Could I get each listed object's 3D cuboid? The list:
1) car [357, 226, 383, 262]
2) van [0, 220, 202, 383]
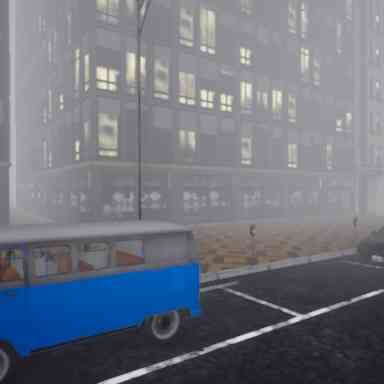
[{"bbox_3d":[7.442,1.687,11.420,4.313,1.339,1.947,1,-1,-35],"label":"car"},{"bbox_3d":[-1.755,1.354,4.864,3.998,1.788,1.690,1,-1,-35],"label":"van"}]
